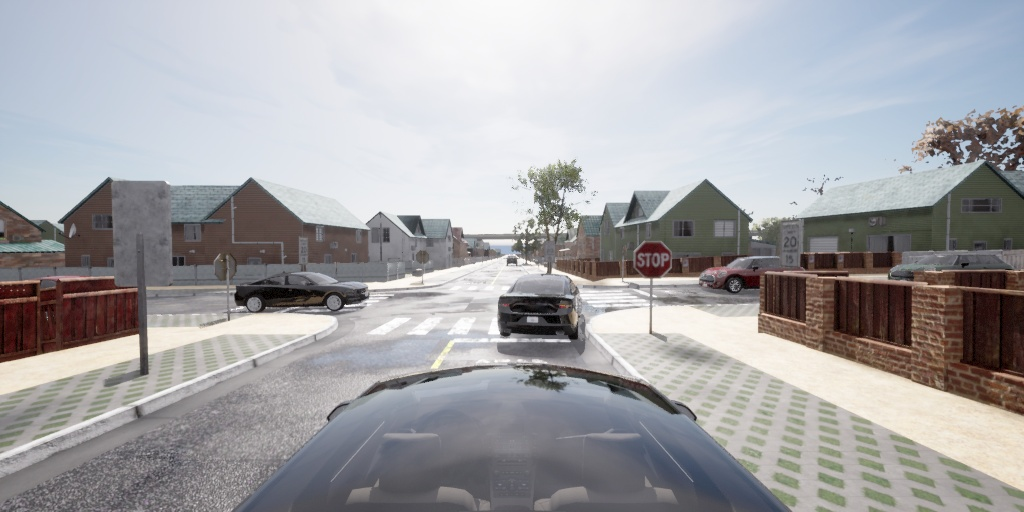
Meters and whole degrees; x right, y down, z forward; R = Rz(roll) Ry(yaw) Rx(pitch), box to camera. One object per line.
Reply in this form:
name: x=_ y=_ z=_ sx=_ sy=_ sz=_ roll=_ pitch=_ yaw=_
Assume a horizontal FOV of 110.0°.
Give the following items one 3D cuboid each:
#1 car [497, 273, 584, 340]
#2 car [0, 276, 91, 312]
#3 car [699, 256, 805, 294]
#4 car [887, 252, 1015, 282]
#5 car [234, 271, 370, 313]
car: x=0.958 y=1.224 z=10.158 sx=1.882 sy=1.535 sz=5.008 roll=0 pitch=0 yaw=12
car: x=-18.021 y=1.546 z=14.623 sx=5.008 sy=1.535 sz=1.882 roll=-1 pitch=2 yaw=0
car: x=11.807 y=0.820 z=17.767 sx=4.553 sy=1.767 sz=2.097 roll=-1 pitch=2 yaw=0
car: x=21.702 y=0.646 z=17.838 sx=4.553 sy=1.767 sz=2.097 roll=-1 pitch=2 yaw=0
car: x=-8.468 y=1.376 z=14.685 sx=5.008 sy=1.535 sz=1.882 roll=-1 pitch=2 yaw=0
